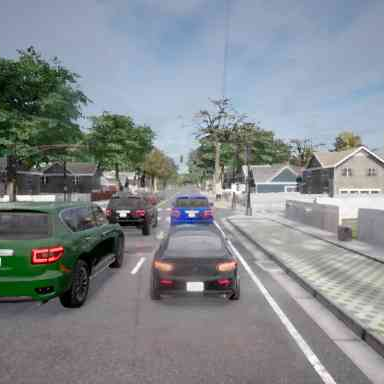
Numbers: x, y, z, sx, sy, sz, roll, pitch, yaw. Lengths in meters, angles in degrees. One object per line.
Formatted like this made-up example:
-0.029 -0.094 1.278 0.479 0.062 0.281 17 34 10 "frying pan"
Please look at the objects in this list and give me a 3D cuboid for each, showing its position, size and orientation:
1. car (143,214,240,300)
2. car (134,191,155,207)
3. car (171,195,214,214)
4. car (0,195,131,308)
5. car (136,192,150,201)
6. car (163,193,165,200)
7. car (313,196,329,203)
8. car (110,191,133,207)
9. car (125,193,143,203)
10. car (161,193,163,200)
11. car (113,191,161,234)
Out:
0.070 1.513 8.230 1.812 1.442 4.674 0 0 0 "car"
-6.572 0.886 46.856 2.150 2.045 5.566 0 1 0 "car"
0.031 1.158 18.264 2.150 2.045 5.566 0 0 1 "car"
-3.184 1.209 8.039 2.150 2.045 5.566 0 0 1 "car"
-9.732 0.850 66.564 2.128 1.511 4.902 0 1 1 "car"
-6.492 0.854 66.385 2.128 1.511 4.902 0 1 1 "car"
13.296 1.196 34.409 4.902 1.511 2.128 0 1 -2 "car"
-9.823 0.885 46.910 2.150 2.045 5.566 0 1 0 "car"
-9.805 1.040 56.590 2.128 1.511 4.902 0 1 0 "car"
-6.551 1.117 56.264 1.994 1.385 4.181 0 1 1 "car"
-3.217 1.157 18.390 2.150 2.045 5.566 0 0 1 "car"
